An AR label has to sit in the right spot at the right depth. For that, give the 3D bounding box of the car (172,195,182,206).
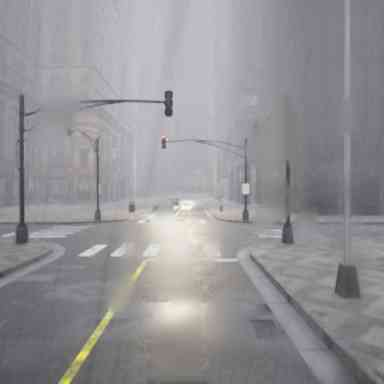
[{"bbox_3d":[-3.070,1.503,51.699,1.994,1.385,4.181,0,0,0],"label":"car"}]

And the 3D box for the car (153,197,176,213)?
[{"bbox_3d":[-3.093,1.556,35.812,1.895,1.301,4.718,0,0,0],"label":"car"}]

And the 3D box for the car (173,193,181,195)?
[{"bbox_3d":[-3.001,0.895,67.188,2.097,1.767,4.553,0,0,0],"label":"car"}]
